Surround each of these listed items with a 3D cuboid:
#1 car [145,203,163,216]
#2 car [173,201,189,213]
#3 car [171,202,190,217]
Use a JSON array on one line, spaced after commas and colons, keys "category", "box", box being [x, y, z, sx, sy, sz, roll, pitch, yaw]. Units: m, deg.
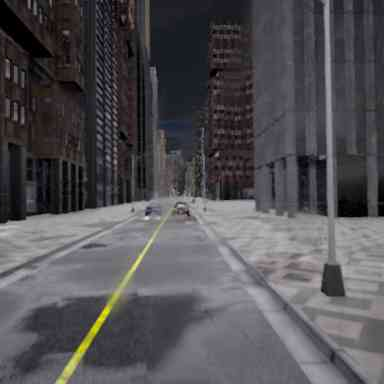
[{"category": "car", "box": [-4.300, 1.968, 38.434, 2.033, 1.411, 5.357, -1, -1, -2]}, {"category": "car", "box": [-1.527, 2.006, 45.105, 2.033, 1.411, 5.357, -1, -1, -2]}, {"category": "car", "box": [-1.171, 1.889, 35.803, 1.812, 1.442, 4.674, -1, -1, -1]}]
